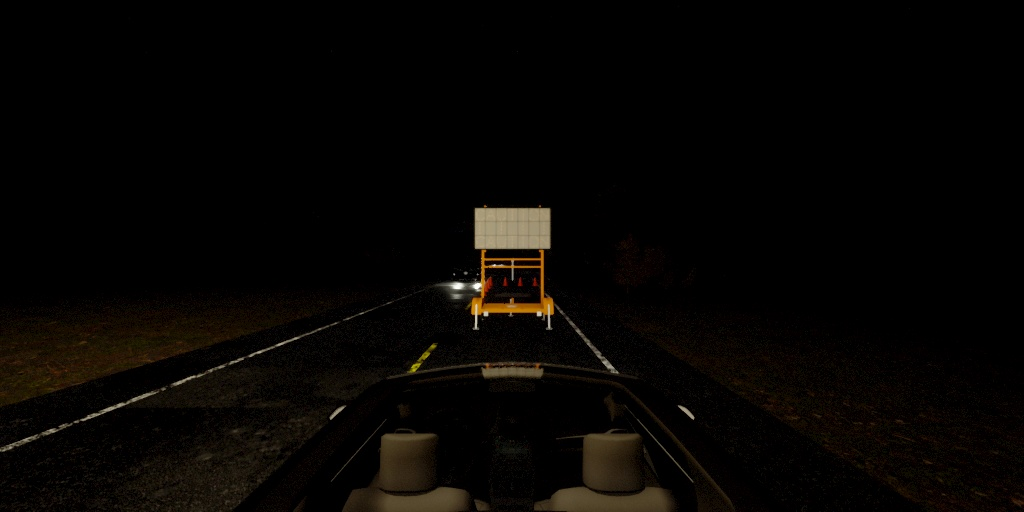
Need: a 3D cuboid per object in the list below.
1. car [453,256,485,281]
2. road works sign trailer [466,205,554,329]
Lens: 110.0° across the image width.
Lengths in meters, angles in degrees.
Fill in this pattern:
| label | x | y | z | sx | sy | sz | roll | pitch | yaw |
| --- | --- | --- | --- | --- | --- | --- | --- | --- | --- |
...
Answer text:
| label | x | y | z | sx | sy | sz | roll | pitch | yaw |
| --- | --- | --- | --- | --- | --- | --- | --- | --- | --- |
| car | -3.542 | 0.980 | 30.310 | 2.150 | 2.045 | 5.566 | 0 | 0 | 0 |
| road works sign trailer | 0.019 | 0.215 | 11.173 | 2.380 | 3.560 | 2.880 | 0 | 0 | 0 |
